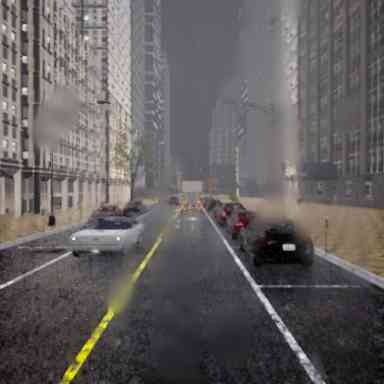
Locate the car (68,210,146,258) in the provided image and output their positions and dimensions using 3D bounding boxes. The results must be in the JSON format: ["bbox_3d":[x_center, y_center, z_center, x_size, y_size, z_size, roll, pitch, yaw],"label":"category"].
[{"bbox_3d":[-3.105,1.596,12.918,1.895,1.301,4.718,0,0,0],"label":"car"}]

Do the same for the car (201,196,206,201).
[{"bbox_3d":[2.672,1.522,50.759,1.887,1.381,4.507,-1,0,0],"label":"car"}]

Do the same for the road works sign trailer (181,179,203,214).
[{"bbox_3d":[-0.006,0.450,35.737,2.380,3.560,2.880,0,0,0],"label":"road works sign trailer"}]

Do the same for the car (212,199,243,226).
[{"bbox_3d":[2.676,1.431,22.545,1.967,1.590,4.097,-1,0,0],"label":"car"}]

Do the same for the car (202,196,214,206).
[{"bbox_3d":[2.671,1.499,56.572,1.752,1.417,4.829,-1,0,0],"label":"car"}]

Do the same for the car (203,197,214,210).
[{"bbox_3d":[2.674,1.550,39.474,1.947,1.339,4.313,-1,0,0],"label":"car"}]

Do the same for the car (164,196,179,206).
[{"bbox_3d":[-3.071,1.453,54.328,1.882,1.535,5.008,0,0,0],"label":"car"}]

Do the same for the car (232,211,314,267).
[{"bbox_3d":[2.680,1.562,11.260,1.947,1.339,4.313,-1,0,0],"label":"car"}]

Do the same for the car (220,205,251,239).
[{"bbox_3d":[2.678,1.576,16.903,1.802,1.307,4.206,-1,0,0],"label":"car"}]

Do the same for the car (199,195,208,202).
[{"bbox_3d":[2.667,1.504,78.974,1.887,1.381,4.507,-1,0,0],"label":"car"}]

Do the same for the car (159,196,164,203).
[{"bbox_3d":[-5.711,1.518,67.675,2.008,1.369,4.403,-1,0,0],"label":"car"}]

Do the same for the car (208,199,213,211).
[{"bbox_3d":[2.676,1.555,28.188,1.947,1.339,4.313,-1,0,0],"label":"car"}]

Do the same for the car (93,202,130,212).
[{"bbox_3d":[-5.703,1.574,22.545,1.802,1.307,4.206,-1,0,0],"label":"car"}]

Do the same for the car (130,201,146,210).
[{"bbox_3d":[-5.706,1.553,33.827,1.947,1.339,4.313,-1,0,0],"label":"car"}]
